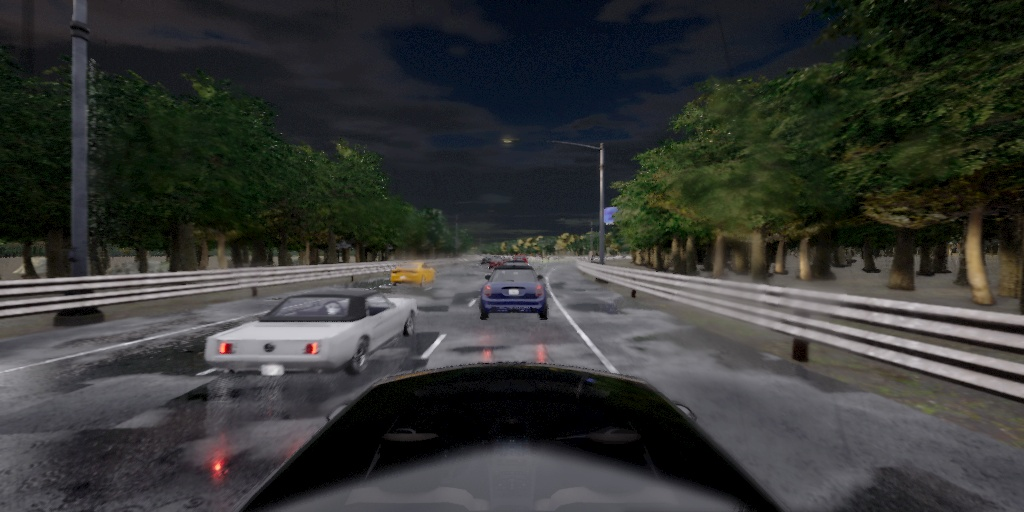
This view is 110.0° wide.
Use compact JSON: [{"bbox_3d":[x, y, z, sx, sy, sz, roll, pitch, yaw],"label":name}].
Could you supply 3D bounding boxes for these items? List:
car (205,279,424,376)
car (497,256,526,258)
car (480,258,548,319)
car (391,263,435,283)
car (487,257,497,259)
[{"bbox_3d":[-3.423,1.347,7.381,1.895,1.301,4.718,0,0,0],"label":"car"},{"bbox_3d":[0.288,1.077,24.382,2.097,1.767,4.553,0,0,1],"label":"car"},{"bbox_3d":[0.082,1.096,12.888,2.097,1.767,4.553,0,0,1],"label":"car"},{"bbox_3d":[-6.636,1.197,24.564,1.882,1.535,5.008,0,0,1],"label":"car"},{"bbox_3d":[-2.176,0.979,54.746,2.097,1.767,4.553,0,0,2],"label":"car"}]
